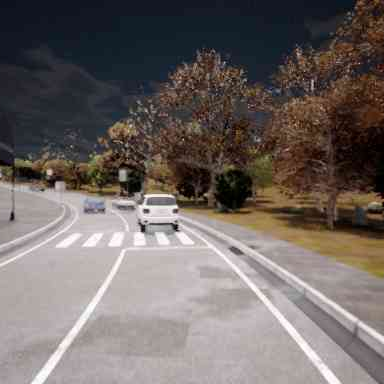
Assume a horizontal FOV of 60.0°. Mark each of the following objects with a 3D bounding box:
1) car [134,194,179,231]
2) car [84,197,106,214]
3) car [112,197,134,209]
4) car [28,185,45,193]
[{"bbox_3d":[-2.151,1.155,20.191,2.150,2.045,5.566,1,0,-12],"label":"car"},{"bbox_3d":[-9.181,1.240,31.266,1.812,1.442,4.674,1,1,-20],"label":"car"},{"bbox_3d":[-7.978,1.219,38.275,1.895,1.301,4.718,1,1,-23],"label":"car"},{"bbox_3d":[-30.949,-0.720,66.226,2.033,1.411,5.357,2,2,-42],"label":"car"}]
